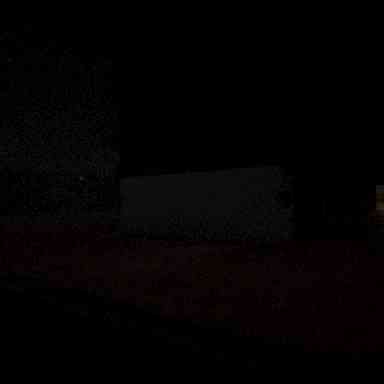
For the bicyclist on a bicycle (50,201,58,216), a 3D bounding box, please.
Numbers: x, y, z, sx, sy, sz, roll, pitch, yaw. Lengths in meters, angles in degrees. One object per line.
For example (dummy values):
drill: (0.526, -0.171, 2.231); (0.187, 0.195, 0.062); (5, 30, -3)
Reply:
bicyclist on a bicycle: (-14.566, 1.740, 35.046); (1.656, 1.620, 0.582); (-2, -1, 37)
